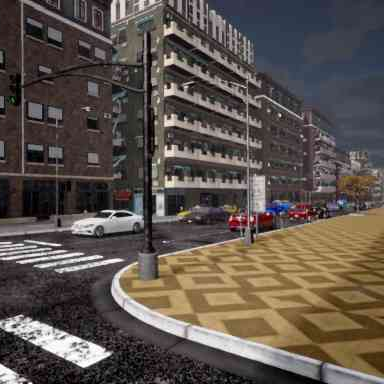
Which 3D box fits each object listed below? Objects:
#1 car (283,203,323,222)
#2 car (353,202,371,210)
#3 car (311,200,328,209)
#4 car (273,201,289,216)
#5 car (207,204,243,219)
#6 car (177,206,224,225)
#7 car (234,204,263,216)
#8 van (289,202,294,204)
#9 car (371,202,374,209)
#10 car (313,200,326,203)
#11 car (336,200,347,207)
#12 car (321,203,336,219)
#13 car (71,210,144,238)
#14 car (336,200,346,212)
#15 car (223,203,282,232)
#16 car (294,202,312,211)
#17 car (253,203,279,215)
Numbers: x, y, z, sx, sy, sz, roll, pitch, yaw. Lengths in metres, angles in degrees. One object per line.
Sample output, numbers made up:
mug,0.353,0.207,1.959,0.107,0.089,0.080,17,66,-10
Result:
car,10.583,2.032,31.467,1.887,1.381,4.507,-2,-2,35
car,29.967,2.583,59.273,1.947,1.339,4.313,-2,-2,35
car,26.372,2.501,68.665,2.192,1.841,5.009,-2,-2,35
car,9.552,2.120,40.004,1.882,1.535,5.008,-1,-1,35
car,3.663,2.090,36.077,1.752,1.417,4.829,-2,-2,35
car,1.355,1.967,28.270,2.033,1.411,5.357,-1,-1,35
car,6.991,2.222,40.851,1.947,1.339,4.313,-2,-2,35
van,13.450,2.174,50.126,1.690,1.788,3.998,-2,-2,35
car,36.428,2.745,68.542,2.008,1.369,4.403,-2,-2,35
car,17.650,2.267,46.058,1.837,1.490,4.892,-1,-1,35
car,39.198,2.882,87.141,1.690,1.788,3.998,-2,-2,35
car,13.814,2.141,36.101,1.947,1.339,4.313,-2,-2,35
car,-4.766,1.778,19.475,1.812,1.442,4.674,-1,-1,34
car,23.454,2.468,54.398,2.033,1.411,5.357,-1,-1,36
car,4.121,1.751,22.201,1.967,1.590,4.097,-2,-2,35
car,19.913,2.554,59.390,1.887,1.381,4.507,-2,-2,35
car,10.221,2.289,45.486,1.887,1.381,4.507,-2,-2,35
